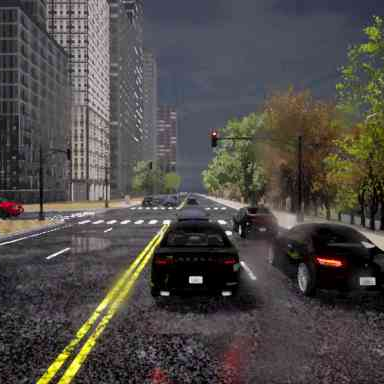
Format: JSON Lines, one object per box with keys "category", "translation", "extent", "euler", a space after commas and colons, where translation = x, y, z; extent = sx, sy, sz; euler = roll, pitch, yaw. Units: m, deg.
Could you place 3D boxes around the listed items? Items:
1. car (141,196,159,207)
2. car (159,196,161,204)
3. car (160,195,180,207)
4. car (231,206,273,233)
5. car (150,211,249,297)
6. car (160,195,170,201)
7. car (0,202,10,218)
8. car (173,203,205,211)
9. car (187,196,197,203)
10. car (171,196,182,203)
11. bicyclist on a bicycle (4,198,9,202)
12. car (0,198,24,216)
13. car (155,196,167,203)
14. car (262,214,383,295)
{"category": "car", "translation": [-6.688, 1.497, 51.578], "extent": [1.837, 1.490, 4.892], "euler": [0, 0, 0]}
{"category": "car", "translation": [-6.686, 1.482, 60.997], "extent": [2.128, 1.511, 4.902], "euler": [0, 0, 0]}
{"category": "car", "translation": [-3.439, 1.539, 52.923], "extent": [2.033, 1.411, 5.357], "euler": [0, 0, 0]}
{"category": "car", "translation": [3.290, 1.502, 17.862], "extent": [1.837, 1.490, 4.892], "euler": [0, 0, 0]}
{"category": "car", "translation": [0.074, 1.476, 8.645], "extent": [1.882, 1.535, 5.008], "euler": [0, 0, 0]}
{"category": "car", "translation": [-6.657, 1.530, 82.032], "extent": [2.033, 1.411, 5.357], "euler": [0, 0, 0]}
{"category": "car", "translation": [-19.354, 1.880, 30.044], "extent": [4.181, 1.385, 1.994], "euler": [-1, 1, 0]}
{"category": "car", "translation": [0.036, 1.545, 18.454], "extent": [2.033, 1.411, 5.357], "euler": [0, 0, 0]}
{"category": "car", "translation": [-0.010, 1.538, 62.628], "extent": [2.033, 1.411, 5.357], "euler": [0, 0, 0]}
{"category": "car", "translation": [-3.392, 1.529, 73.415], "extent": [2.033, 1.411, 5.357], "euler": [0, 0, 0]}
{"category": "bicyclist on a bicycle", "translation": [-24.735, 1.578, 44.161], "extent": [0.582, 1.620, 1.656], "euler": [-1, 1, 0]}
{"category": "car", "translation": [-19.897, 1.518, 33.293], "extent": [5.566, 2.045, 2.150], "euler": [-1, 1, 0]}
{"category": "car", "translation": [-6.638, 1.529, 71.496], "extent": [2.033, 1.411, 5.357], "euler": [0, 0, 0]}
{"category": "car", "translation": [3.315, 1.524, 8.605], "extent": [1.812, 1.442, 4.674], "euler": [0, 0, 0]}
